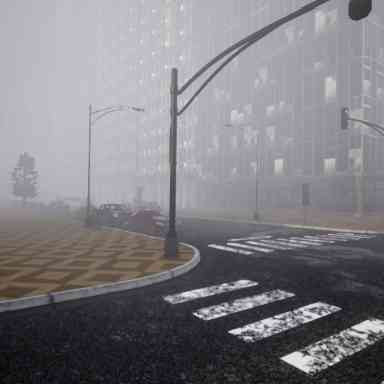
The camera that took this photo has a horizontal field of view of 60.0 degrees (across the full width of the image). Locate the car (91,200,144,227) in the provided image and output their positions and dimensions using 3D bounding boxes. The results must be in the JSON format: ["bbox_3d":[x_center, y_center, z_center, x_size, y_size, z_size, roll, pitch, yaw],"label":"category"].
[{"bbox_3d":[-5.487,1.575,24.042,1.967,1.590,4.097,1,-1,-35],"label":"car"}]

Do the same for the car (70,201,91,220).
[{"bbox_3d":[-8.646,1.713,28.560,1.752,1.417,4.829,1,-1,-35],"label":"car"}]

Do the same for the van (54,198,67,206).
[{"bbox_3d":[-27.921,2.117,70.767,1.690,1.788,3.998,1,-1,-35],"label":"van"}]

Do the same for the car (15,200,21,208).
[{"bbox_3d":[-28.278,2.062,56.649,1.887,1.381,4.507,1,-1,-35],"label":"car"}]

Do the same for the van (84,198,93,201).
[{"bbox_3d":[-18.154,1.953,56.792,1.690,1.788,3.998,1,-1,-35],"label":"van"}]

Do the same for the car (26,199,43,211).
[{"bbox_3d":[-21.767,1.959,47.332,2.008,1.369,4.403,1,-1,-35],"label":"car"}]

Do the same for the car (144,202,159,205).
[{"bbox_3d":[-5.130,1.833,38.158,1.967,1.590,4.097,1,-1,-35],"label":"car"}]

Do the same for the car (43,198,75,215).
[{"bbox_3d":[-15.255,1.739,38.017,1.967,1.590,4.097,1,-1,-35],"label":"car"}]

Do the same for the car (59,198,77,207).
[{"bbox_3d":[-24.666,2.036,66.109,2.192,1.841,5.009,1,-1,-35],"label":"car"}]

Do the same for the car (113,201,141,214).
[{"bbox_3d":[-8.483,1.974,42.954,1.752,1.417,4.829,1,-1,-35],"label":"car"}]

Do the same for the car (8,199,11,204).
[{"bbox_3d":[-34.791,2.209,65.965,1.802,1.307,4.206,1,-1,-35],"label":"car"}]

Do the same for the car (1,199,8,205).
[{"bbox_3d":[-41.302,2.287,75.282,2.008,1.369,4.403,1,-1,-35],"label":"car"}]

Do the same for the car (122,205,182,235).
[{"bbox_3d":[-2.232,1.662,19.382,1.802,1.307,4.206,1,-1,-35],"label":"car"}]

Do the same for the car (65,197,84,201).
[{"bbox_3d":[-20.242,1.787,55.283,2.150,2.045,5.566,1,-1,-35],"label":"car"}]

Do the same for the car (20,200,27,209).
[{"bbox_3d":[-25.023,2.029,51.990,1.947,1.339,4.313,1,-1,-35],"label":"car"}]

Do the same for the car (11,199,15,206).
[{"bbox_3d":[-31.535,2.123,61.307,2.008,1.369,4.403,1,-1,-35],"label":"car"}]
